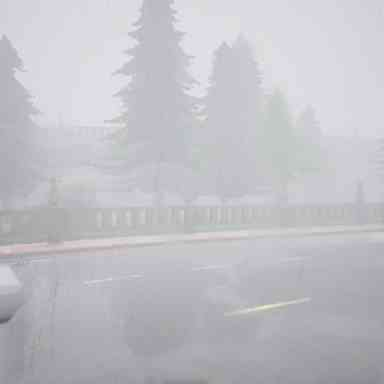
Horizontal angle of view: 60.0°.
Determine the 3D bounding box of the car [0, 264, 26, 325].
[{"bbox_3d":[-5.015,1.616,4.552,4.718,1.301,1.895,0,0,-34],"label":"car"}]
